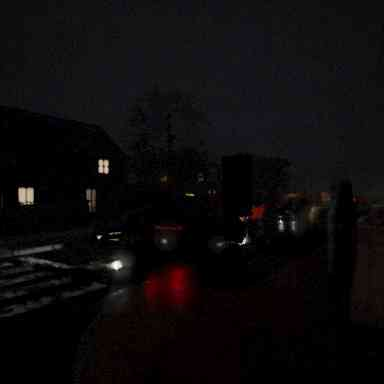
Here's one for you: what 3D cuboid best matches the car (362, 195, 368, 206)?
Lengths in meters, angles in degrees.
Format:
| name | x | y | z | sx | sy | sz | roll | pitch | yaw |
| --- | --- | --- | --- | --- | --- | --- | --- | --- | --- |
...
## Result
| name | x | y | z | sx | sy | sz | roll | pitch | yaw |
| --- | --- | --- | --- | --- | --- | --- | --- | --- | --- |
| car | 23.208 | 1.113 | 46.238 | 1.882 | 1.535 | 5.008 | 0 | 0 | 34 |

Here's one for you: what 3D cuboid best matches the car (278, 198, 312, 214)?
| name | x | y | z | sx | sy | sz | roll | pitch | yaw |
| --- | --- | --- | --- | --- | --- | --- | --- | --- | --- |
| car | 9.982 | 1.331 | 31.985 | 2.033 | 1.411 | 5.357 | 0 | 0 | 35 |

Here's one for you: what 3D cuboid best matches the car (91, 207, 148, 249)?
| name | x | y | z | sx | sy | sz | roll | pitch | yaw |
| --- | --- | --- | --- | --- | --- | --- | --- | --- | --- |
| car | -2.083 | 1.436 | 14.460 | 1.837 | 1.490 | 4.892 | 0 | 0 | 36 |

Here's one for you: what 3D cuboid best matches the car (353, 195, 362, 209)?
| name | x | y | z | sx | sy | sz | roll | pitch | yaw |
| --- | --- | --- | --- | --- | --- | --- | --- | --- | --- |
| car | 17.673 | 1.251 | 38.085 | 2.033 | 1.411 | 5.357 | 0 | 0 | 35 |

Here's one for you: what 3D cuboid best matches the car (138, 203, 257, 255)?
| name | x | y | z | sx | sy | sz | roll | pitch | yaw |
| --- | --- | --- | --- | --- | --- | --- | --- | --- | --- |
| car | 0.451 | 1.408 | 13.063 | 2.128 | 1.511 | 4.902 | 0 | 0 | 34 |

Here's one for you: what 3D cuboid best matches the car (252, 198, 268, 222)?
| name | x | y | z | sx | sy | sz | roll | pitch | yaw |
| --- | --- | --- | --- | --- | --- | --- | --- | --- | --- |
| car | 3.410 | 1.218 | 22.415 | 2.097 | 1.767 | 4.553 | 0 | 0 | 34 |
